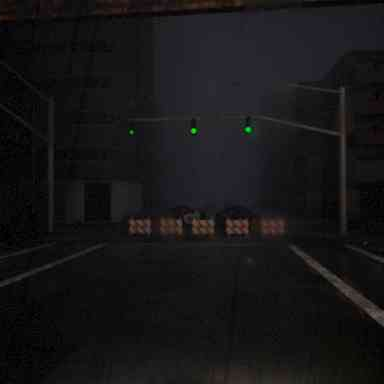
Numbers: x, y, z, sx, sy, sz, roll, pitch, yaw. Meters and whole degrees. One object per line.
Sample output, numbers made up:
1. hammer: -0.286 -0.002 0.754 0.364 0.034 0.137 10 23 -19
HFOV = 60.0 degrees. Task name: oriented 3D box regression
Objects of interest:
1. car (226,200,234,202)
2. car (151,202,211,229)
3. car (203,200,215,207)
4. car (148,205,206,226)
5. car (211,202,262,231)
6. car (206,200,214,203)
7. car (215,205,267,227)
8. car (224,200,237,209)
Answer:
1. car: 5.588 1.992 48.879 2.038 1.542 4.974 0 -1 6
2. car: -0.932 1.723 23.132 2.038 1.542 4.974 -1 -1 31
3. car: 3.071 1.947 57.766 1.853 1.218 4.536 0 -1 6
4. car: -0.907 1.566 23.179 1.853 1.218 4.536 -1 -1 31
5. car: 3.173 1.698 22.392 2.038 1.542 4.974 0 -1 -14
6. car: 3.067 2.104 57.712 2.038 1.542 4.974 0 -1 6
7. car: 3.159 1.541 22.444 1.853 1.218 4.536 0 -1 -14
8. car: 5.592 1.835 48.933 1.853 1.218 4.536 0 -1 6
